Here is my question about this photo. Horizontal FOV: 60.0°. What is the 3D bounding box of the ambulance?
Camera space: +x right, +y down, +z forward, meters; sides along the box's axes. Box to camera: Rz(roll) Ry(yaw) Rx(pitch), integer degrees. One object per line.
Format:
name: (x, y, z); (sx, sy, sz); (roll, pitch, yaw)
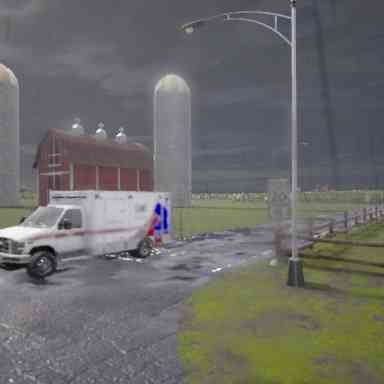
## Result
ambulance: (-3.361, 1.193, 11.529); (2.351, 2.431, 6.366); (-1, -1, 35)
